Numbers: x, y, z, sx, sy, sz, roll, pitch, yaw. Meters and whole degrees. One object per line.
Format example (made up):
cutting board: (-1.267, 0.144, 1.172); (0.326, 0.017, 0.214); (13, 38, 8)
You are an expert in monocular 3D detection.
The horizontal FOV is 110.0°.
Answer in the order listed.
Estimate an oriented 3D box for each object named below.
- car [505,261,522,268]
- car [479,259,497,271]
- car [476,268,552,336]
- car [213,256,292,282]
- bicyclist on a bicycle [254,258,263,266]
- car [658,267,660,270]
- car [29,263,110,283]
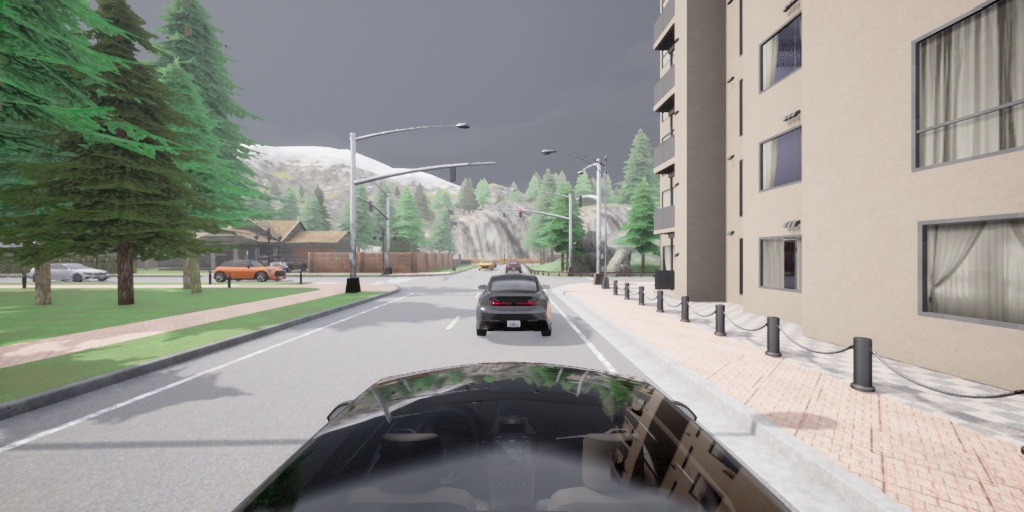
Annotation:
car: (0.163, 1.273, 43.459); (1.812, 1.442, 4.674); (0, 0, -1)
car: (-3.578, 1.225, 50.220); (1.882, 1.535, 5.008); (0, 0, 0)
car: (0.059, 1.254, 10.356); (1.837, 1.490, 4.892); (0, 0, 0)
car: (-19.945, 1.086, 27.455); (4.553, 1.767, 2.097); (0, 0, -1)
bicyclist on a bicycle: (-24.556, 1.015, 34.848); (0.582, 1.620, 1.656); (0, 0, -1)
car: (16.019, 0.985, 32.059); (5.566, 2.045, 2.150); (0, 0, -1)
car: (-33.467, 1.261, 27.156); (4.674, 1.442, 1.812); (1, 0, -1)
